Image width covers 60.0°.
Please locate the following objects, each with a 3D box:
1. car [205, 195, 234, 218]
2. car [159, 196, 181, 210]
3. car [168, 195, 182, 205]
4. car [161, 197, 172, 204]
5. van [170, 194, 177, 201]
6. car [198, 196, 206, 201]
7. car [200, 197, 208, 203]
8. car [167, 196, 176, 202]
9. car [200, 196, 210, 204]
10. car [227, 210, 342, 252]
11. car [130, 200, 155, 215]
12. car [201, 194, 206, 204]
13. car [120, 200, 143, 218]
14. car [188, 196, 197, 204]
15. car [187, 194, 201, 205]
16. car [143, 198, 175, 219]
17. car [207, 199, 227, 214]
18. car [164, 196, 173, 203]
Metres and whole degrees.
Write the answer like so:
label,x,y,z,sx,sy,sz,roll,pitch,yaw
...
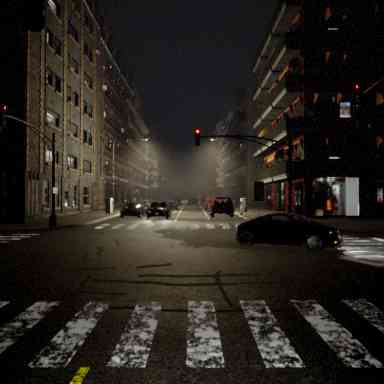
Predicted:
label,x,y,z,sx,sy,sz,roll,pitch,yaw
car,2.629,1.326,30.144,2.192,1.841,5.009,1,0,0
car,-2.765,1.585,41.915,1.994,1.385,4.181,0,0,0
car,-2.696,1.607,56.500,2.033,1.411,5.357,0,0,1
car,-5.203,1.667,69.042,2.008,1.369,4.403,1,0,0
van,-5.168,1.589,91.298,1.690,1.788,3.998,1,0,0
car,2.709,1.814,91.318,1.947,1.339,4.313,1,0,0
car,2.685,1.729,74.626,1.802,1.307,4.206,1,0,0
car,-5.179,1.764,85.733,2.008,1.369,4.403,1,0,0
car,2.679,1.557,69.067,1.967,1.590,4.097,1,0,0
car,3.900,1.557,13.770,4.181,1.385,1.994,-1,-1,30
car,-5.247,1.581,35.671,1.947,1.339,4.313,1,0,0
car,2.644,1.336,41.269,2.192,1.841,5.009,1,0,0
car,-5.255,1.577,30.109,1.947,1.339,4.313,1,0,0
car,0.173,1.601,70.329,1.882,1.535,5.008,0,0,0
car,0.192,1.550,59.889,1.882,1.535,5.008,0,0,0
car,-2.803,1.515,28.923,1.837,1.490,4.892,0,0,0
car,2.633,1.540,35.873,1.752,1.417,4.829,1,0,0
car,-5.195,1.671,74.434,1.752,1.417,4.829,1,0,0
